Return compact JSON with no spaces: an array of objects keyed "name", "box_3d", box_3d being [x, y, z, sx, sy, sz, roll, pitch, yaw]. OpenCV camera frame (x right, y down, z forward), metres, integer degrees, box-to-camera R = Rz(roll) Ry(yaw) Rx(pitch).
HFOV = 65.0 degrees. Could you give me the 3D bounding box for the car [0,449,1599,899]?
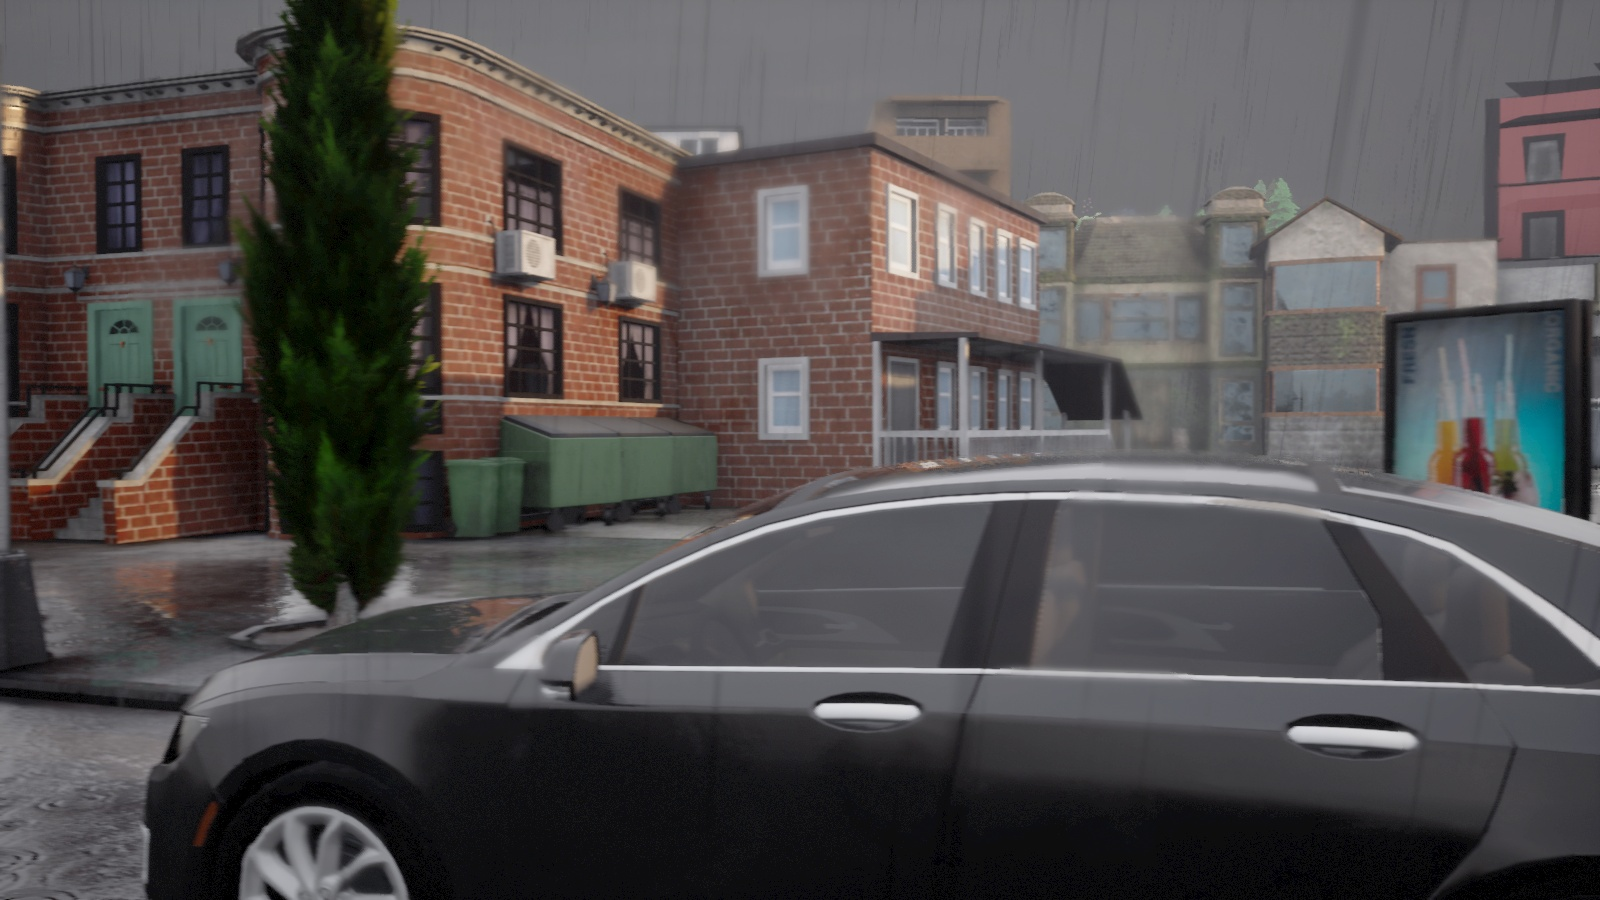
[{"name":"car","box_3d":[0.312,0.775,3.615,4.892,1.490,1.837,1,1,19]}]
